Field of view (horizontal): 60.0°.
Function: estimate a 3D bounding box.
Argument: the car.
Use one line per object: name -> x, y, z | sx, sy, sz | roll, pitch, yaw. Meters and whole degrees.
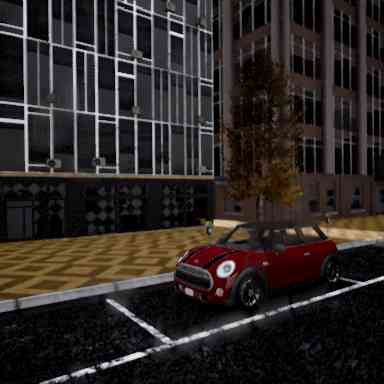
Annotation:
car -> 1.565, 1.431, 7.685 | 4.097, 1.590, 1.967 | 0, 0, -35
